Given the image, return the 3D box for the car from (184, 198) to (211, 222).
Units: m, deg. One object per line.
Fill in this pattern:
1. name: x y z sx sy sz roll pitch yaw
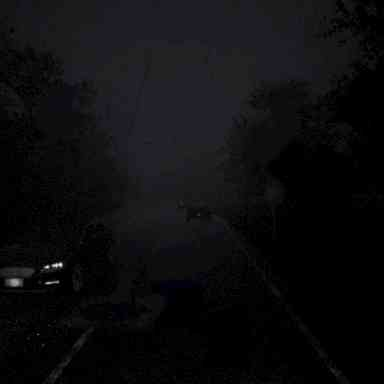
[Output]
1. car: 0.504 1.560 27.461 1.882 1.535 5.008 0 0 -1

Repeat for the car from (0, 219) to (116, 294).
1. car: -3.411 1.514 8.958 2.128 1.511 4.902 0 0 2

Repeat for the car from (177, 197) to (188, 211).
1. car: -0.751 1.490 43.452 2.097 1.767 4.553 1 0 -7
